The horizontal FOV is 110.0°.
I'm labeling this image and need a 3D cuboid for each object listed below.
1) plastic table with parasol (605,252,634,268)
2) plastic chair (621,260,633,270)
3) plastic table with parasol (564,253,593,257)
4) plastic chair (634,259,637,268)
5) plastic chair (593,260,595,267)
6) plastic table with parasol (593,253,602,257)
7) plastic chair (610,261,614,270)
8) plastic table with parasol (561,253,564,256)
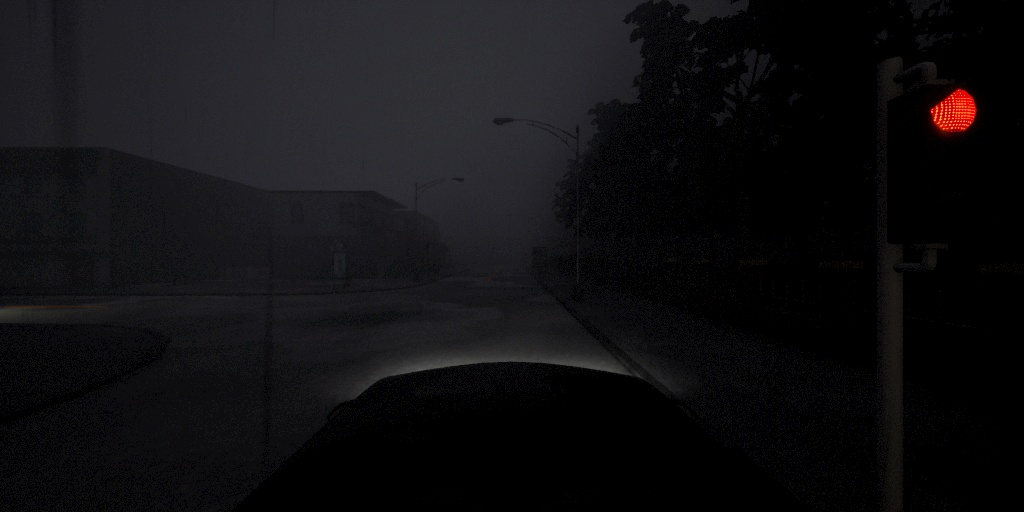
[{"bbox_3d":[15.289,0.694,51.182,2.482,2.480,2.482,0,0,-40],"label":"plastic table with parasol"},{"bbox_3d":[16.022,1.296,50.184,0.750,1.272,0.730,0,0,-40],"label":"plastic chair"},{"bbox_3d":[9.970,0.684,53.921,2.482,2.480,2.482,0,0,-40],"label":"plastic table with parasol"},{"bbox_3d":[18.643,1.161,54.631,0.750,1.272,0.730,0,0,-39],"label":"plastic chair"},{"bbox_3d":[13.715,1.304,58.508,0.730,1.272,0.750,0,0,-35],"label":"plastic chair"},{"bbox_3d":[14.667,0.673,59.396,2.482,2.480,2.482,0,0,-42],"label":"plastic table with parasol"},{"bbox_3d":[14.316,1.306,50.280,0.730,1.272,0.750,0,0,-35],"label":"plastic chair"},{"bbox_3d":[10.680,0.705,62.362,2.482,2.480,2.482,0,0,-40],"label":"plastic table with parasol"}]
